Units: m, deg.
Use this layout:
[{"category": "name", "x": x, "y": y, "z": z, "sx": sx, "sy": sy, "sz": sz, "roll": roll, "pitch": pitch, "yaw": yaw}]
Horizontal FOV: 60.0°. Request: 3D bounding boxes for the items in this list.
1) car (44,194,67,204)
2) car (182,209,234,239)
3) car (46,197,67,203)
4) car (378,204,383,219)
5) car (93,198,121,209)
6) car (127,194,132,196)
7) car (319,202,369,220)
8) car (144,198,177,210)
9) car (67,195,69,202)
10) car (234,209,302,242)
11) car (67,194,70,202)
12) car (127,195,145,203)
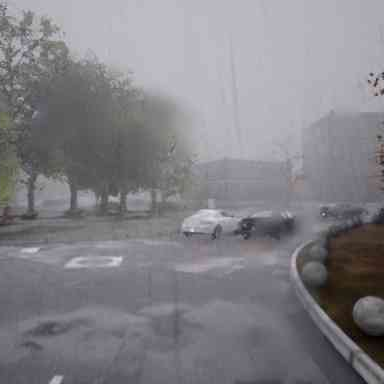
[{"category": "car", "x": -32.860, "y": 1.964, "z": 79.086, "sx": 4.553, "sy": 1.767, "sz": 2.185, "roll": 0, "pitch": 0, "yaw": -15}, {"category": "car", "x": 1.176, "y": 1.655, "z": 18.189, "sx": 1.812, "sy": 1.442, "sz": 4.674, "roll": -1, "pitch": -1, "yaw": 30}, {"category": "car", "x": -34.333, "y": 2.134, "z": 84.404, "sx": 4.674, "sy": 1.452, "sz": 2.002, "roll": 0, "pitch": 0, "yaw": -15}, {"category": "car", "x": 18.566, "y": 1.428, "z": 28.784, "sx": 4.553, "sy": 1.767, "sz": 2.097, "roll": -2, "pitch": 0, "yaw": -17}, {"category": "car", "x": -12.967, "y": 2.047, "z": 51.044, "sx": 4.181, "sy": 1.385, "sz": 1.994, "roll": 0, "pitch": -1, "yaw": 2}, {"category": "car", "x": -14.349, "y": 2.043, "z": 87.834, "sx": 4.553, "sy": 1.767, "sz": 2.185, "roll": 0, "pitch": 0, "yaw": -15}, {"category": "car", "x": 14.084, "y": 1.702, "z": 30.776, "sx": 4.892, "sy": 1.490, "sz": 1.837, "roll": -1, "pitch": -1, "yaw": -21}, {"category": "car", "x": -4.659, "y": 2.027, "z": 52.568, "sx": 4.674, "sy": 1.442, "sz": 1.812, "roll": 0, "pitch": -1, "yaw": 26}, {"category": "car", "x": -33.619, "y": 2.094, "z": 81.742, "sx": 5.008, "sy": 1.535, "sz": 2.097, "roll": 0, "pitch": 0, "yaw": -15}, {"category": "car", "x": 4.244, "y": 1.598, "z": 17.218, "sx": 1.882, "sy": 1.535, "sz": 5.008, "roll": -1, "pitch": -1, "yaw": 33}, {"category": "car", "x": -35.027, "y": 1.969, "z": 87.073, "sx": 4.553, "sy": 1.767, "sz": 2.185, "roll": 0, "pitch": 0, "yaw": -15}, {"category": "car", "x": -12.988, "y": 2.183, "z": 82.571, "sx": 4.792, "sy": 1.488, "sz": 2.163, "roll": 0, "pitch": 0, "yaw": -15}]
